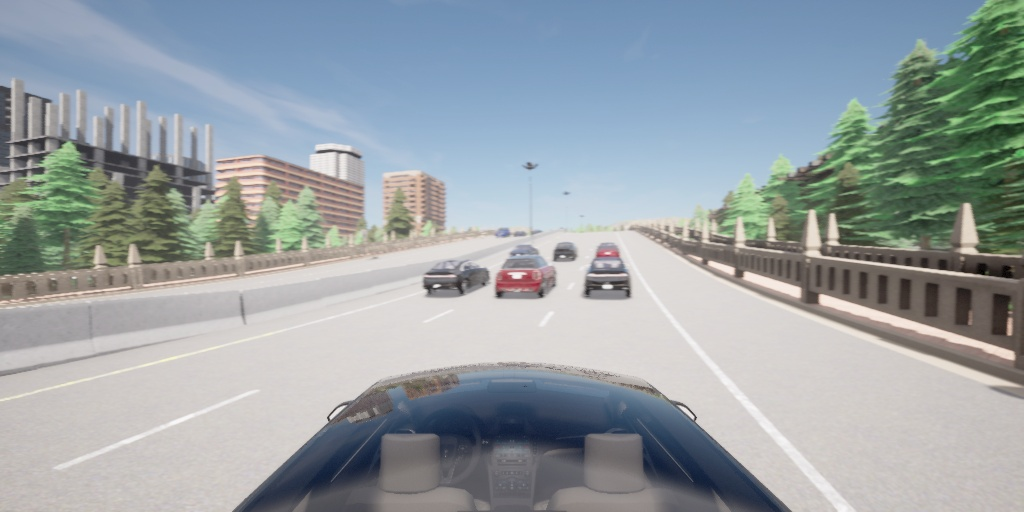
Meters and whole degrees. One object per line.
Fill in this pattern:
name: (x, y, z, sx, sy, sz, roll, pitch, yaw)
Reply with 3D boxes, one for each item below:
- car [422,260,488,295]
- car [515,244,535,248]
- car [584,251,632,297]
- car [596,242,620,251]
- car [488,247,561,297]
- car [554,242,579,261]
car: (-2.565, 0.920, 17.547, 2.128, 1.511, 4.902, -1, 3, 15)
car: (1.096, -0.296, 31.263, 2.033, 1.411, 5.357, -1, 6, 15)
car: (4.191, 0.787, 15.723, 2.128, 1.511, 4.902, -1, 3, 15)
car: (7.990, -0.468, 29.935, 1.994, 1.385, 4.181, -1, 6, 15)
car: (0.757, 0.724, 16.439, 2.097, 1.767, 4.553, -1, 3, 15)
car: (4.681, -0.487, 31.104, 1.837, 1.490, 4.892, -1, 6, 15)
